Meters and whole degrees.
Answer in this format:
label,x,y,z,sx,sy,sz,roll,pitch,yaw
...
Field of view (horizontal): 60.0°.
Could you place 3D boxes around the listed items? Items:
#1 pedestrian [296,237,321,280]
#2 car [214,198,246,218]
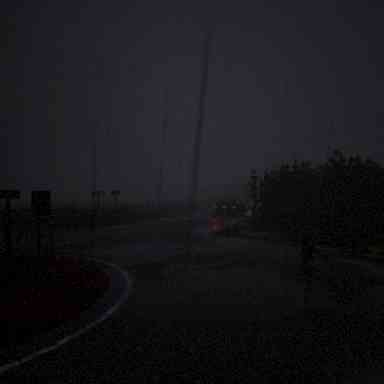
label,x,y,z,sx,sy,sz,roll,pitch,yaw
pedestrian,2.956,1.293,8.463,0.375,1.860,0.375,0,0,-8
car,3.545,1.330,30.349,2.097,1.767,4.553,0,0,21
